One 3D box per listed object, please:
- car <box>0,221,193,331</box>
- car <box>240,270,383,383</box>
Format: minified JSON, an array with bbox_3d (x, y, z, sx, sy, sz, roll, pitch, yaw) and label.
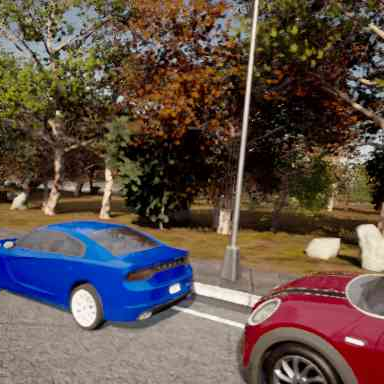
[{"bbox_3d":[-2.355,1.318,6.655,5.008,1.535,1.882,2,1,33],"label":"car"},{"bbox_3d":[2.767,1.362,3.200,4.553,1.767,2.097,2,1,35],"label":"car"}]
